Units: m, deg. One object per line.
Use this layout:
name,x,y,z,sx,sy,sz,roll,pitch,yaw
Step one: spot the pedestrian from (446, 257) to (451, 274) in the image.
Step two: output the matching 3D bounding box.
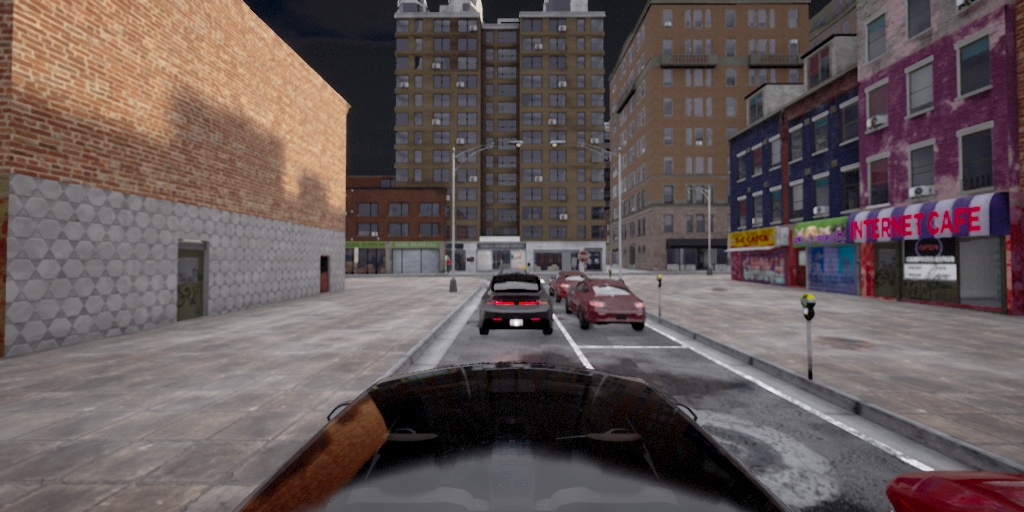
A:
pedestrian,-6.793,1.011,38.303,0.375,1.860,0.375,0,0,0

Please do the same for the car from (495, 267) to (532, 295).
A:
car,0.116,1.337,20.836,1.895,1.301,4.718,0,0,1

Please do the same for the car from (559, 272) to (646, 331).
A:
car,2.646,1.324,10.774,1.802,1.307,4.207,0,0,0

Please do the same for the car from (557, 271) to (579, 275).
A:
car,2.651,1.321,16.213,1.802,1.307,4.207,0,0,0

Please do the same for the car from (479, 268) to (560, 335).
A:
car,0.097,1.247,10.488,1.837,1.490,4.892,0,0,0
